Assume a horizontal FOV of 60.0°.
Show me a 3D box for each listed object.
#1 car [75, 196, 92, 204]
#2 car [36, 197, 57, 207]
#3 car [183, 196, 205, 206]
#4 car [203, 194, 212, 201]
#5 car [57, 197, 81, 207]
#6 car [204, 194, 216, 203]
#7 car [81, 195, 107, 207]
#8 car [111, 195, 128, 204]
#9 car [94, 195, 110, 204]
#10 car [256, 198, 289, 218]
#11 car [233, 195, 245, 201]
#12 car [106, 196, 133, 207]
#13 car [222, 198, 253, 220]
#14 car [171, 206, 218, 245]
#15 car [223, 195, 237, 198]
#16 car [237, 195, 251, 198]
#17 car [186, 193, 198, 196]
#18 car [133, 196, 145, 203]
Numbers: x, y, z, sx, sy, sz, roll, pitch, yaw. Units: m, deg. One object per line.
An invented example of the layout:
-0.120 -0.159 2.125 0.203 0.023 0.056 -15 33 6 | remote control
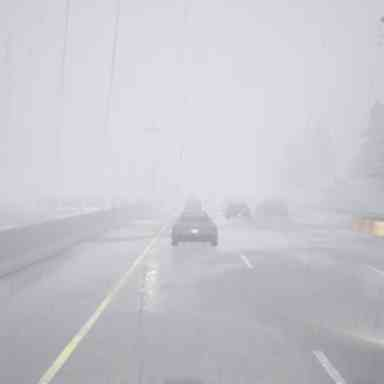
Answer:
-20.967 1.527 64.543 1.895 1.301 4.718 0 0 0 | car
-21.027 1.442 48.745 2.128 1.511 4.902 0 0 1 | car
0.119 1.464 36.241 1.837 1.490 4.892 0 0 0 | car
3.539 1.253 75.064 1.837 1.490 4.892 0 0 0 | car
-17.528 1.427 48.869 1.882 1.535 5.008 0 0 1 | car
3.534 1.527 65.000 1.895 1.301 4.718 0 0 0 | car
-14.031 1.441 48.755 2.128 1.511 4.902 0 0 1 | car
-13.975 1.440 64.553 2.128 1.511 4.902 0 0 0 | car
-17.468 1.429 64.671 1.837 1.490 4.892 0 1 0 | car
7.116 1.319 29.935 2.097 1.767 4.553 0 0 0 | car
10.539 1.302 75.003 1.994 1.385 4.181 0 0 0 | car
-10.534 1.441 48.765 2.128 1.511 4.902 0 0 1 | car
3.614 1.473 27.568 1.837 1.490 4.892 0 0 0 | car
0.108 1.547 15.355 1.994 1.385 4.181 0 0 0 | car
7.033 1.280 64.900 2.097 1.767 4.553 0 0 0 | car
10.533 1.428 64.583 2.128 1.511 4.902 0 0 0 | car
0.040 1.149 68.340 2.150 2.045 5.566 0 0 0 | car
-10.469 1.455 64.784 1.812 1.442 4.674 0 0 0 | car
